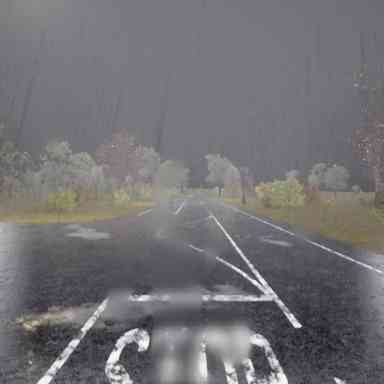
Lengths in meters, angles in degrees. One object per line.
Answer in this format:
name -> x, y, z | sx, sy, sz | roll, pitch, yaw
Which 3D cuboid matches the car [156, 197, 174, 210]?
car -> -3.329, 1.437, 41.442 | 2.128, 1.511, 4.902 | 0, 0, 0
